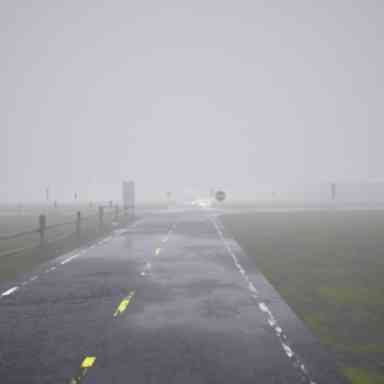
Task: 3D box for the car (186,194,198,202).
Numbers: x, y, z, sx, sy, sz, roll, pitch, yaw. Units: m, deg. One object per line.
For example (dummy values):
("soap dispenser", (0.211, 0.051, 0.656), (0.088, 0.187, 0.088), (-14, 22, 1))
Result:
("car", (-0.301, 1.502, 74.477), (2.033, 1.411, 5.357), (0, 0, 4))
